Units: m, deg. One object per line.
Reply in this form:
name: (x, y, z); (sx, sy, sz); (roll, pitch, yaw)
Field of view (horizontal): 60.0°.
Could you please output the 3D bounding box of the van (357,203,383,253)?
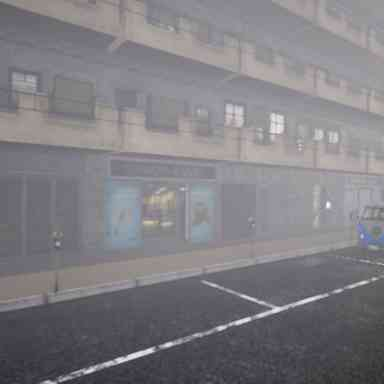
van: (7.554, 1.261, 11.922); (3.998, 1.788, 1.690); (0, 1, -35)
